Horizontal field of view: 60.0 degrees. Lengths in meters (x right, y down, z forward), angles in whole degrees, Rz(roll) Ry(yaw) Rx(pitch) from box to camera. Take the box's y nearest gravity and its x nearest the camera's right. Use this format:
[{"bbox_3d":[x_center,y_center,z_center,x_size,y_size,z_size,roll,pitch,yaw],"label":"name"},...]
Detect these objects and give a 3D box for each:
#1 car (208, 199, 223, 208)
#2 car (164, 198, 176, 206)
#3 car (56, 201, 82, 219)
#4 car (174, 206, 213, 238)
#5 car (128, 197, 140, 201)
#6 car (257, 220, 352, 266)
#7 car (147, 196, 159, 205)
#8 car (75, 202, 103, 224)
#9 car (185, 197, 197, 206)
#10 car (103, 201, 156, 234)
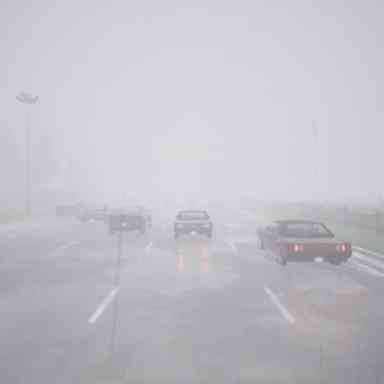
[{"bbox_3d":[3.371,1.673,48.781,1.895,1.301,4.718,0,0,0],"label":"car"},{"bbox_3d":[-3.666,1.631,56.179,2.033,1.411,5.357,0,0,0],"label":"car"},{"bbox_3d":[-10.523,1.522,29.995,1.882,1.535,5.008,0,0,0],"label":"car"},{"bbox_3d":[0.050,1.627,17.887,1.895,1.301,4.718,0,0,0],"label":"car"},{"bbox_3d":[-10.694,1.583,61.505,2.128,1.511,4.902,0,0,0],"label":"car"},{"bbox_3d":[3.578,1.618,11.620,1.895,1.301,4.718,0,0,0],"label":"car"},{"bbox_3d":[-7.197,1.598,62.086,1.837,1.490,4.892,0,0,0],"label":"car"},{"bbox_3d":[-6.992,1.639,25.331,1.895,1.301,4.718,0,0,0],"label":"car"},{"bbox_3d":[-0.172,1.611,57.904,1.812,1.442,4.674,0,0,0],"label":"car"},{"bbox_3d":[-3.464,1.506,19.361,1.882,1.535,5.008,0,0,0],"label":"car"}]
